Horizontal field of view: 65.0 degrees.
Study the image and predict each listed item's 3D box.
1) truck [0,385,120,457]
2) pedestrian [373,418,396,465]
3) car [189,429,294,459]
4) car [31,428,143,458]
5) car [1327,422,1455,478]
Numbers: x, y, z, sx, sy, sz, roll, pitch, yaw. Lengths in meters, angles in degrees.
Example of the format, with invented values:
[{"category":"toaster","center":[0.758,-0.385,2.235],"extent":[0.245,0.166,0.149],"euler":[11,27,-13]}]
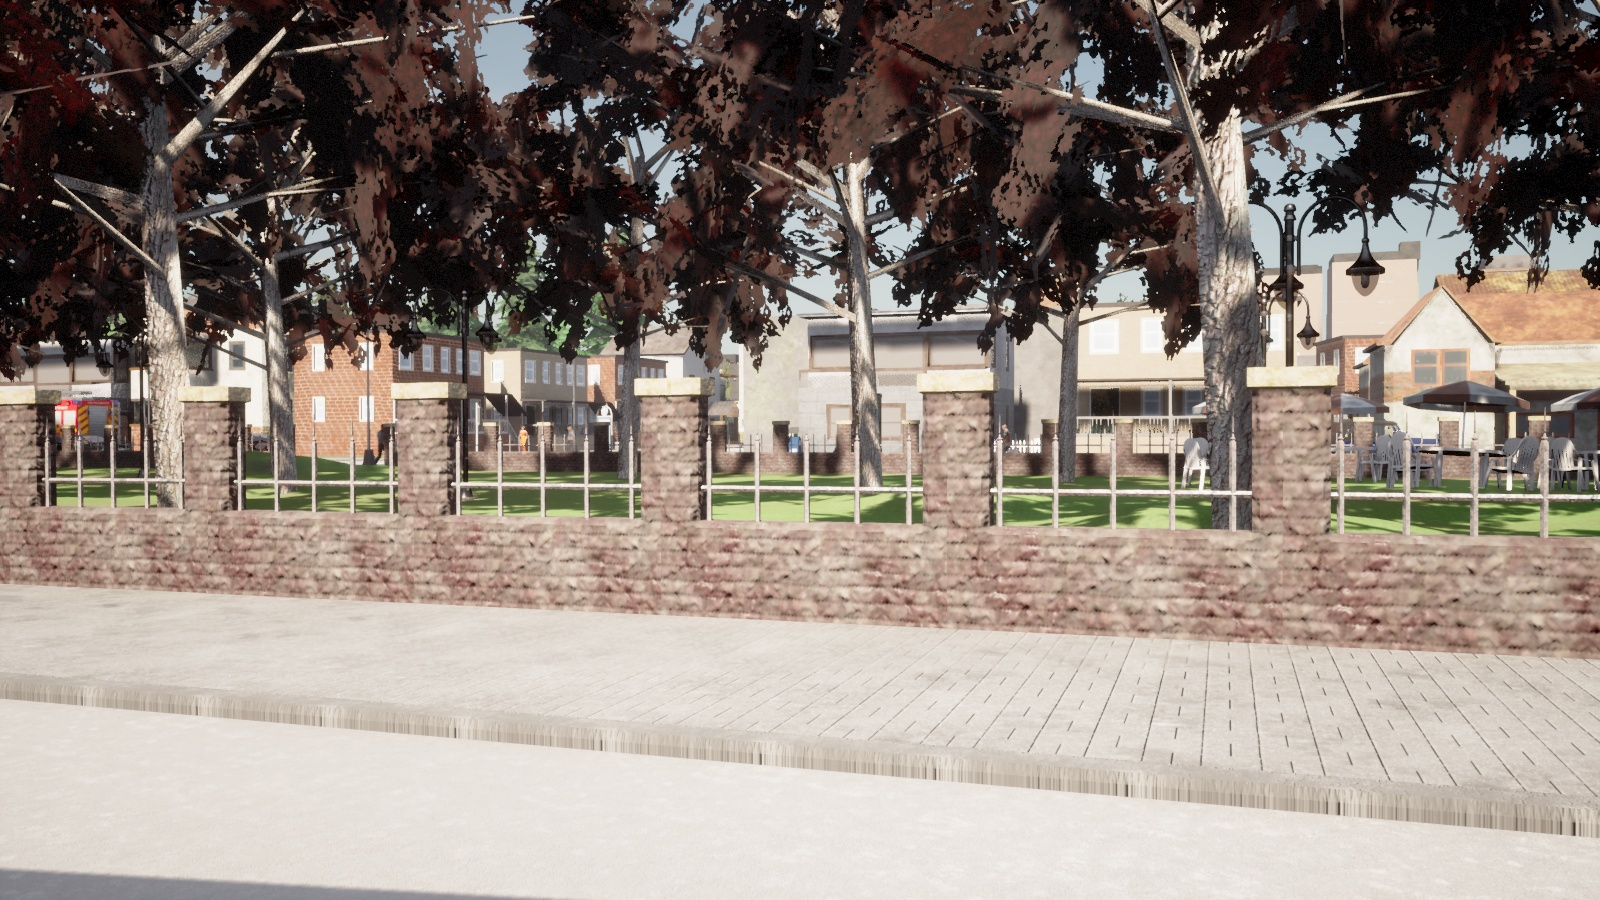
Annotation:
[{"category":"truck","center":[-42.433,-1.619,70.039],"extent":[8.468,3.827,2.891],"euler":[1,1,19]},{"category":"pedestrian","center":[-17.085,-0.354,51.605],"extent":[0.788,1.949,0.423],"euler":[1,1,19]},{"category":"car","center":[-29.115,-0.331,65.474],"extent":[4.792,1.488,2.163],"euler":[1,1,18]},{"category":"car","center":[-36.150,-0.372,63.680],"extent":[4.902,1.511,2.128],"euler":[0,1,17]},{"category":"car","center":[20.844,-0.013,44.442],"extent":[3.866,1.878,1.905],"euler":[1,1,19]}]
